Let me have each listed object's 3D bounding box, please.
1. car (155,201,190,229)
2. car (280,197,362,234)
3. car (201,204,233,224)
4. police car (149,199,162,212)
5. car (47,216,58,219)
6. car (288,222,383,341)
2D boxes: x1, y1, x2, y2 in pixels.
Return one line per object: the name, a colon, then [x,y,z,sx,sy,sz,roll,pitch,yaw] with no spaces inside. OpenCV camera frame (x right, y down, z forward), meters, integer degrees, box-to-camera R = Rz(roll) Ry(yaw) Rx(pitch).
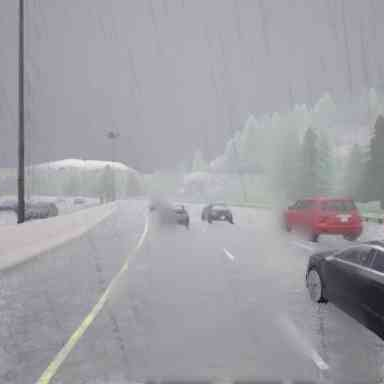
car: [-1.258,1.592,22.319,2.128,1.511,4.902,0,0,-6]
car: [6.328,1.285,16.922,2.150,2.045,5.566,0,0,-4]
car: [1.877,1.635,25.613,1.812,1.442,4.674,0,0,-7]
police car: [-4.255,1.692,41.038,2.038,1.542,4.974,0,0,-12]
car: [-12.918,1.655,28.931,1.837,1.490,4.892,0,0,-9]
car: [3.445,1.509,5.363,2.128,1.511,4.902,0,0,-2]
